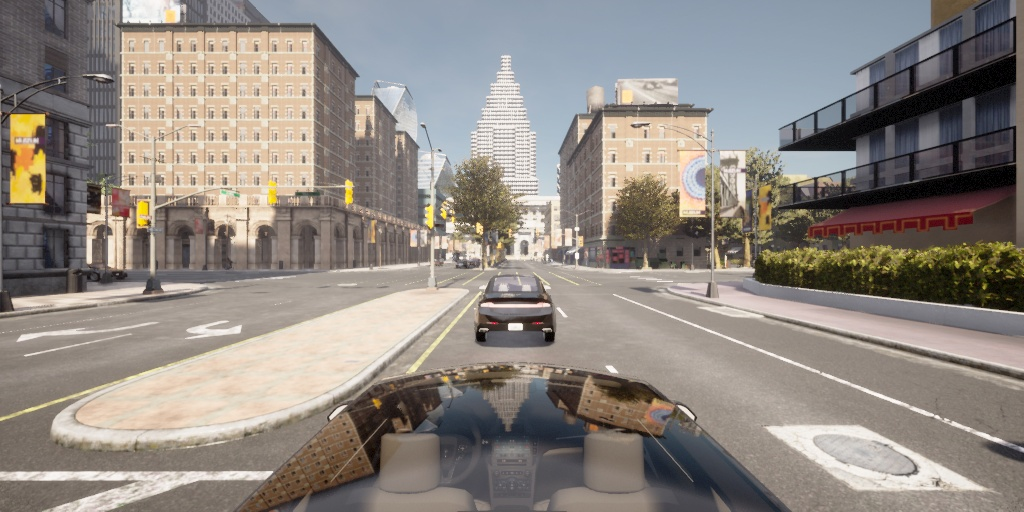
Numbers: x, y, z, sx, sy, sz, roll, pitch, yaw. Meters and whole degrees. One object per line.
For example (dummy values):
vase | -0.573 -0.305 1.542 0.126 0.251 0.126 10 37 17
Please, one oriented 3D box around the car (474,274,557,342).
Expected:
car | 0.082 1.241 9.778 2.128 1.511 4.902 0 0 0

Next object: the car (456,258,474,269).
car | -8.002 1.239 58.527 2.128 1.511 4.902 0 0 0

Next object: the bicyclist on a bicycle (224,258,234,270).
bicyclist on a bicycle | -37.237 1.049 47.188 0.582 1.620 1.656 0 0 0

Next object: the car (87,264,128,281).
car | -34.159 1.313 29.234 4.181 1.385 1.994 0 0 0
